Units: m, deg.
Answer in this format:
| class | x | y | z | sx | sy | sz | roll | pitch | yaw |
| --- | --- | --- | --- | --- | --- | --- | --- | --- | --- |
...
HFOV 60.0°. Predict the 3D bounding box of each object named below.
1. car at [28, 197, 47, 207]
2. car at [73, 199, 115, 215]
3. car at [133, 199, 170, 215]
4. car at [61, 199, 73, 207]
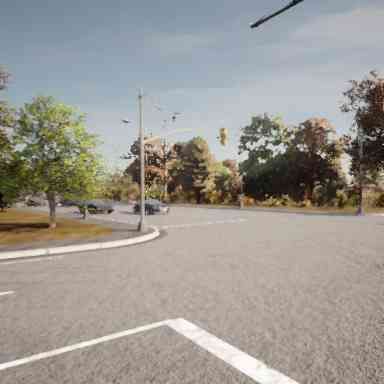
| class | x | y | z | sx | sy | sz | roll | pitch | yaw |
| --- | --- | --- | --- | --- | --- | --- | --- | --- | --- |
| car | -23.477 | 1.444 | 50.427 | 1.882 | 1.535 | 5.008 | -1 | 0 | -38 |
| car | -9.564 | 1.424 | 32.980 | 2.033 | 1.411 | 5.357 | -1 | 1 | -38 |
| car | -3.925 | 1.353 | 31.462 | 1.812 | 1.442 | 4.674 | -1 | 1 | -38 |
| car | -17.532 | 1.368 | 48.555 | 1.882 | 1.535 | 5.008 | -1 | 0 | -38 |
